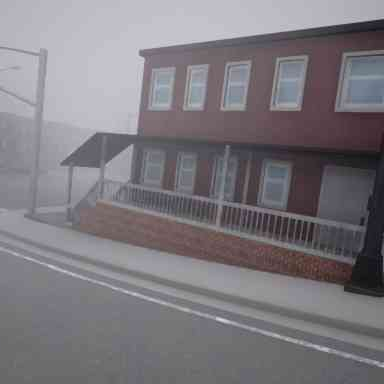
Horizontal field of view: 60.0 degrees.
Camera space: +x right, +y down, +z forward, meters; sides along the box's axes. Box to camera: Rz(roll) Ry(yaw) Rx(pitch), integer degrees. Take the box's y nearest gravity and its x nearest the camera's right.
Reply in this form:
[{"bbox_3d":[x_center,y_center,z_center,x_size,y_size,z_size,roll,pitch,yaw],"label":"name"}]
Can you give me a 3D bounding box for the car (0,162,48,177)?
[{"bbox_3d":[-18.396,-2.470,35.932,2.033,1.411,5.357,10,6,35],"label":"car"}]
